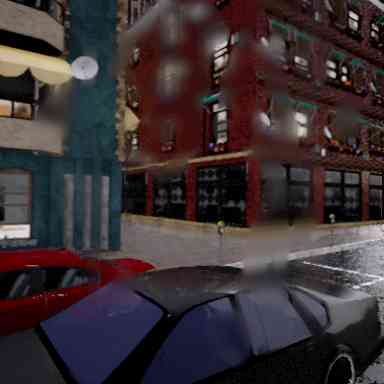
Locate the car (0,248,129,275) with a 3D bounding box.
[{"bbox_3d":[-2.602,1.549,4.690,4.507,1.381,1.887,0,1,-36],"label":"car"}]

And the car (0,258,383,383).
[{"bbox_3d":[-0.097,1.552,3.309,5.357,1.411,2.033,0,0,-36],"label":"car"}]
